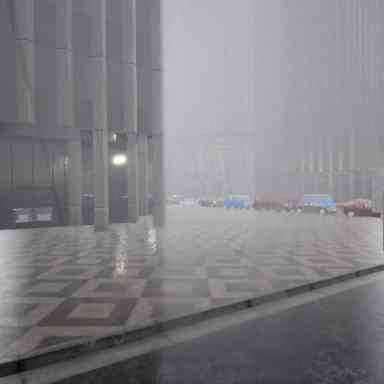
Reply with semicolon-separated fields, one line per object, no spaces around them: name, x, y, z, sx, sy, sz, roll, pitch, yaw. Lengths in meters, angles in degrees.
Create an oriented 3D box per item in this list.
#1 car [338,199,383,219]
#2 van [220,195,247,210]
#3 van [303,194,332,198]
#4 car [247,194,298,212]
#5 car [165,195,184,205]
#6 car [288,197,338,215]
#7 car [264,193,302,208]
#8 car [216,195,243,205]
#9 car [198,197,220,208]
car;15.531;1.581;28.898;1.887;1.381;4.507;-1;1;-36
van;5.890;1.308;42.381;1.690;1.788;3.998;-1;1;-36
van;16.050;1.197;42.834;1.690;1.788;3.998;-1;1;-36
car;9.103;1.304;37.886;2.192;1.841;5.009;-1;1;-36
car;-3.748;1.453;55.868;2.008;1.369;4.403;-1;1;-36
car;12.318;1.563;33.393;2.008;1.369;4.403;-1;1;-36
car;12.839;1.148;47.329;2.192;1.841;5.009;-1;1;-36
car;6.319;1.314;56.461;1.752;1.417;4.829;-1;1;-36
car;2.678;1.385;46.876;1.967;1.590;4.097;-1;1;-36
